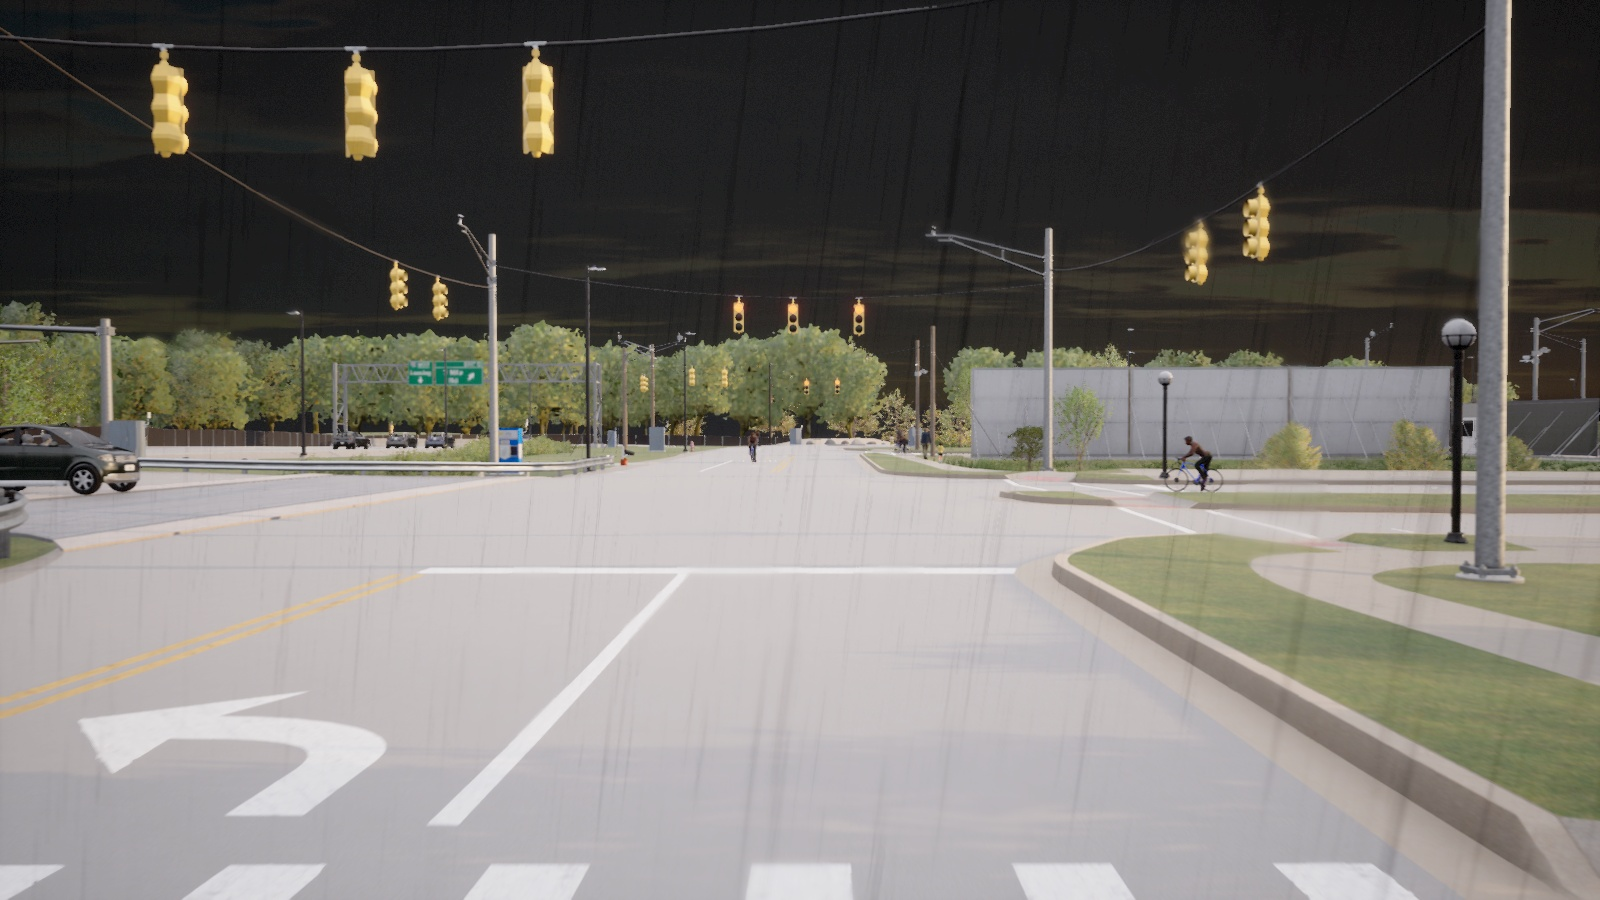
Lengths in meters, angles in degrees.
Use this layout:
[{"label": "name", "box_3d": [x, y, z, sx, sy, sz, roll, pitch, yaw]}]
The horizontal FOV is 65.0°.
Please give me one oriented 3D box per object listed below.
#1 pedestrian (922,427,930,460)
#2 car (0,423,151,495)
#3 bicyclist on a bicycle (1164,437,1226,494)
[{"label": "pedestrian", "box_3d": [7.138, -0.370, 71.180, 0.402, 1.842, 0.726, 0, 2, 1]}, {"label": "car", "box_3d": [-16.820, 0.189, 28.049, 3.705, 1.549, 1.789, 0, 1, 1]}, {"label": "bicyclist on a bicycle", "box_3d": [11.447, 0.441, 36.411, 1.656, 1.620, 0.582, 0, 1, 11]}]
